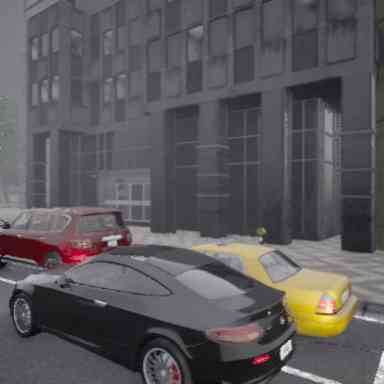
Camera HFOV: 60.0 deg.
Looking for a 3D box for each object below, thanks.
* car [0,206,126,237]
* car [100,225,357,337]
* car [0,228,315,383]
[{"bbox_3d":[-3.864,1.327,9.425,5.009,1.841,2.192,0,0,36],"label":"car"},{"bbox_3d":[0.416,1.538,6.355,4.829,1.417,1.752,0,0,36],"label":"car"},{"bbox_3d":[-0.848,1.535,4.971,4.674,1.442,1.812,0,0,36],"label":"car"}]
